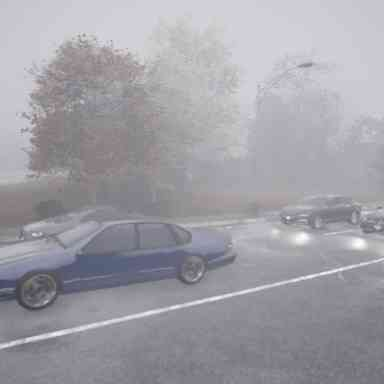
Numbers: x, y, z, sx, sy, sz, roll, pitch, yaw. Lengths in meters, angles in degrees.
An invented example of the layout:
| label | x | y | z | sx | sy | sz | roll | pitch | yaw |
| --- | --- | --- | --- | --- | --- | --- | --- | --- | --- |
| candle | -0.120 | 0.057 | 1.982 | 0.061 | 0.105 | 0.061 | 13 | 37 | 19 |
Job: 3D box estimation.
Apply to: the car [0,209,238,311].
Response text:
| label | x | y | z | sx | sy | sz | roll | pitch | yaw |
| --- | --- | --- | --- | --- | --- | --- | --- | --- | --- |
| car | -1.559 | 1.242 | 7.118 | 5.357 | 1.411 | 2.033 | 0 | 2 | -31 |

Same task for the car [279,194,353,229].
| label | x | y | z | sx | sy | sz | roll | pitch | yaw |
| --- | --- | --- | --- | --- | --- | --- | --- | --- | --- |
| car | 6.449 | 0.889 | 16.558 | 4.892 | 1.490 | 1.837 | -1 | 3 | -33 |

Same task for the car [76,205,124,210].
| label | x | y | z | sx | sy | sz | roll | pitch | yaw |
| --- | --- | --- | --- | --- | --- | --- | --- | --- | --- |
| car | -3.039 | 1.109 | 10.365 | 4.181 | 1.385 | 1.994 | 0 | 3 | -33 |

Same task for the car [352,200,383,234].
| label | x | y | z | sx | sy | sz | roll | pitch | yaw |
| --- | --- | --- | --- | --- | --- | --- | --- | --- | --- |
| car | 9.132 | 1.033 | 14.134 | 4.674 | 1.442 | 1.812 | -2 | 3 | -33 |
